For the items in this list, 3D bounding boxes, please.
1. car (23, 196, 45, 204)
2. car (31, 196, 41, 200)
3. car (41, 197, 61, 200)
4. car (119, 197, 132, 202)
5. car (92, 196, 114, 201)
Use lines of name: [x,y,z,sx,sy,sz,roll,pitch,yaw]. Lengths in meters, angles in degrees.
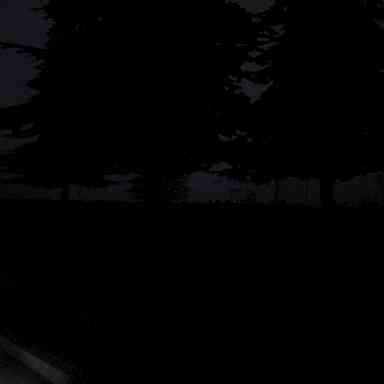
car: [-39.701,1.976,83.439,4.605,1.855,1.932,0,-1,-37]
car: [-32.848,2.054,73.011,4.514,1.523,2.007,0,-1,-37]
car: [-26.927,1.978,64.961,3.633,1.501,1.845,0,-1,-37]
car: [-10.953,1.917,61.881,3.806,1.475,1.970,0,-1,-37]
car: [-23.870,1.989,91.278,5.027,1.636,2.152,0,-1,-37]
